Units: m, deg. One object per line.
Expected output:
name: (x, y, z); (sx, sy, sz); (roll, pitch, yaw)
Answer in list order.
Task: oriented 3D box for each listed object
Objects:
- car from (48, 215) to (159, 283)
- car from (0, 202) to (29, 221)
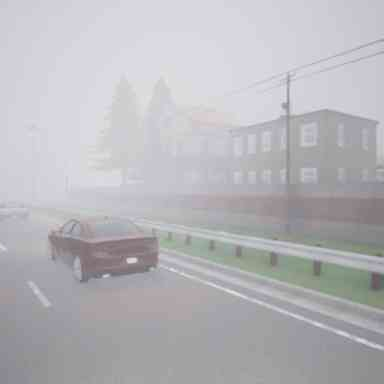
car: (-2.796, 1.417, 9.694); (1.882, 1.535, 5.008); (0, 0, -35)
car: (-13.913, 1.441, 25.580); (1.895, 1.301, 4.718); (0, 0, -35)
